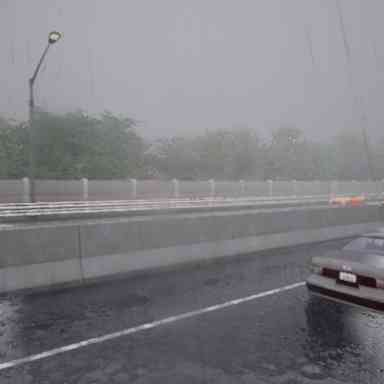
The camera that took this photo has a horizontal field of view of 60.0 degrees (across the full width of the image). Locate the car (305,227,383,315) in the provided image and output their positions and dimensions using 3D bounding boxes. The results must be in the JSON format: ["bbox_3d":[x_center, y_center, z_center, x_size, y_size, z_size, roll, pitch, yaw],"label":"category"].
[{"bbox_3d":[4.674,1.448,7.035,5.357,1.411,2.033,-1,1,-35],"label":"car"}]

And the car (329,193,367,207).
[{"bbox_3d":[17.455,0.873,37.218,4.553,1.767,2.097,-1,1,-34],"label":"car"}]
